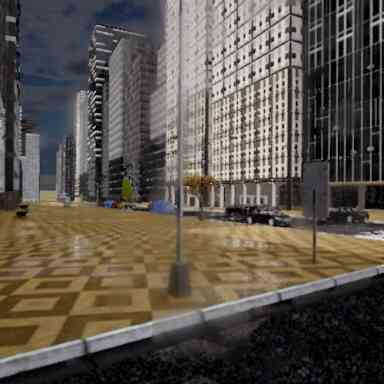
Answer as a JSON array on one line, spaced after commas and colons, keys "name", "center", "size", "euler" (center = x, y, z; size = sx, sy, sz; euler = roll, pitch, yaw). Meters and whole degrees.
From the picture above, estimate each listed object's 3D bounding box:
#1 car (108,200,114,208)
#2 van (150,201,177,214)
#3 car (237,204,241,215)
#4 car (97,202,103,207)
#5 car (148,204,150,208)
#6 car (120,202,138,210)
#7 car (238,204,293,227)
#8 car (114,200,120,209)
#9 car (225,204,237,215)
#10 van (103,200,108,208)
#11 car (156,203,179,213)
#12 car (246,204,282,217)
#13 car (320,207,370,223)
[{"name": "car", "center": [-16.247, 2.860, 71.369], "size": [1.887, 1.381, 4.507], "euler": [-1, -1, -26]}, {"name": "van", "center": [-3.947, 2.113, 46.086], "size": [1.690, 1.788, 3.998], "euler": [0, -1, -26]}, {"name": "car", "center": [6.451, 1.978, 30.665], "size": [1.812, 1.442, 4.674], "euler": [1, -1, -26]}, {"name": "car", "center": [-23.628, 3.194, 86.540], "size": [1.887, 1.381, 4.507], "euler": [-1, -1, -26]}, {"name": "car", "center": [-8.711, 2.975, 75.034], "size": [1.802, 1.307, 4.206], "euler": [-1, -1, -26]}, {"name": "car", "center": [-11.326, 2.645, 61.254], "size": [2.008, 1.369, 4.403], "euler": [0, -1, -26]}, {"name": "car", "center": [5.899, 1.904, 25.852], "size": [2.008, 1.369, 4.403], "euler": [0, -1, -26]}, {"name": "car", "center": [-13.713, 2.726, 66.160], "size": [1.752, 1.417, 4.829], "euler": [-1, -1, -26]}, {"name": "car", "center": [6.053, 2.310, 44.690], "size": [1.947, 1.339, 4.313], "euler": [-1, -1, -26]}, {"name": "van", "center": [-18.710, 2.767, 76.429], "size": [1.690, 1.788, 3.998], "euler": [-1, -1, -26]}, {"name": "car", "center": [-3.889, 2.404, 52.035], "size": [1.837, 1.490, 4.892], "euler": [1, -2, -25]}, {"name": "car", "center": [8.513, 2.205, 39.633], "size": [1.947, 1.339, 4.313], "euler": [-1, -1, -26]}, {"name": "car", "center": [13.434, 1.983, 29.518], "size": [2.008, 1.369, 4.403], "euler": [-1, -1, -26]}]
